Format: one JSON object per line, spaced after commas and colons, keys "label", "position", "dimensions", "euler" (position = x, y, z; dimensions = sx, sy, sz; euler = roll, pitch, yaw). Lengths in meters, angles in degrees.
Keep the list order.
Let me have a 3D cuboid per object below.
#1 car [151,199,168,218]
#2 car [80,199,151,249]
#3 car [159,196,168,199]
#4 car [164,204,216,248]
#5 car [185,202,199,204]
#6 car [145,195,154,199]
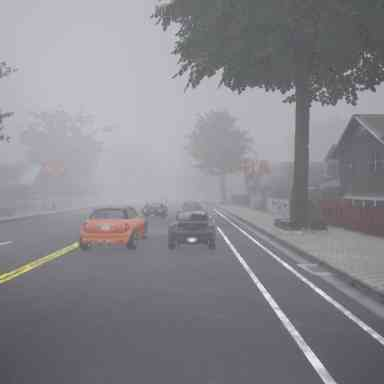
{"label": "car", "position": [-3.249, 1.611, 29.681], "dimensions": [1.895, 1.301, 4.718], "euler": [0, 0, 0]}
{"label": "car", "position": [-3.249, 1.362, 14.621], "dimensions": [2.097, 1.767, 4.553], "euler": [0, 0, 0]}
{"label": "car", "position": [-6.499, 1.532, 76.740], "dimensions": [1.994, 1.385, 4.181], "euler": [0, 0, 0]}
{"label": "car", "position": [0.000, 1.512, 14.651], "dimensions": [1.837, 1.490, 4.892], "euler": [0, 0, 0]}
{"label": "car", "position": [0.000, 1.558, 29.651], "dimensions": [2.033, 1.411, 5.357], "euler": [0, 0, 0]}
{"label": "car", "position": [-9.749, 1.504, 76.740], "dimensions": [1.812, 1.442, 4.674], "euler": [0, 0, 0]}
